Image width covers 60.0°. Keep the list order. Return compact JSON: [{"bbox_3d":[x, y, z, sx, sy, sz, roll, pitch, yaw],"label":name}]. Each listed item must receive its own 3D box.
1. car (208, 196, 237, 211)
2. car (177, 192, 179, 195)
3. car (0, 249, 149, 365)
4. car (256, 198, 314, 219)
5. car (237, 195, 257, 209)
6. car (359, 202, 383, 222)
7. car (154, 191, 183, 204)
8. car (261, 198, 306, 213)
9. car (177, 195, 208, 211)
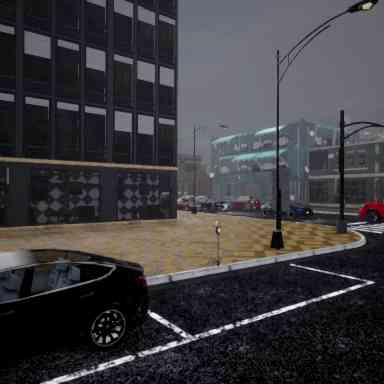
[{"bbox_3d":[1.892,1.164,34.575,2.128,1.511,4.902,0,0,-36],"label":"car"},{"bbox_3d":[-0.496,1.101,47.638,2.008,1.369,4.403,1,0,-36],"label":"car"},{"bbox_3d":[-2.680,1.566,4.643,4.313,1.339,1.947,0,0,-35],"label":"car"},{"bbox_3d":[7.592,1.355,26.790,1.994,1.385,4.181,0,1,-36],"label":"car"},{"bbox_3d":[6.062,1.130,38.692,1.967,1.590,4.097,1,0,-36],"label":"car"},{"bbox_3d":[14.537,1.145,22.648,5.566,2.045,2.150,2,3,41],"label":"car"},{"bbox_3d":[-3.769,0.794,52.111,2.192,1.841,5.009,1,0,-36],"label":"car"},{"bbox_3d":[9.339,1.340,34.217,1.802,1.307,4.206,1,0,-36],"label":"car"},{"bbox_3d":[-0.699,1.231,33.738,1.802,1.307,4.206,1,0,-36],"label":"car"}]
